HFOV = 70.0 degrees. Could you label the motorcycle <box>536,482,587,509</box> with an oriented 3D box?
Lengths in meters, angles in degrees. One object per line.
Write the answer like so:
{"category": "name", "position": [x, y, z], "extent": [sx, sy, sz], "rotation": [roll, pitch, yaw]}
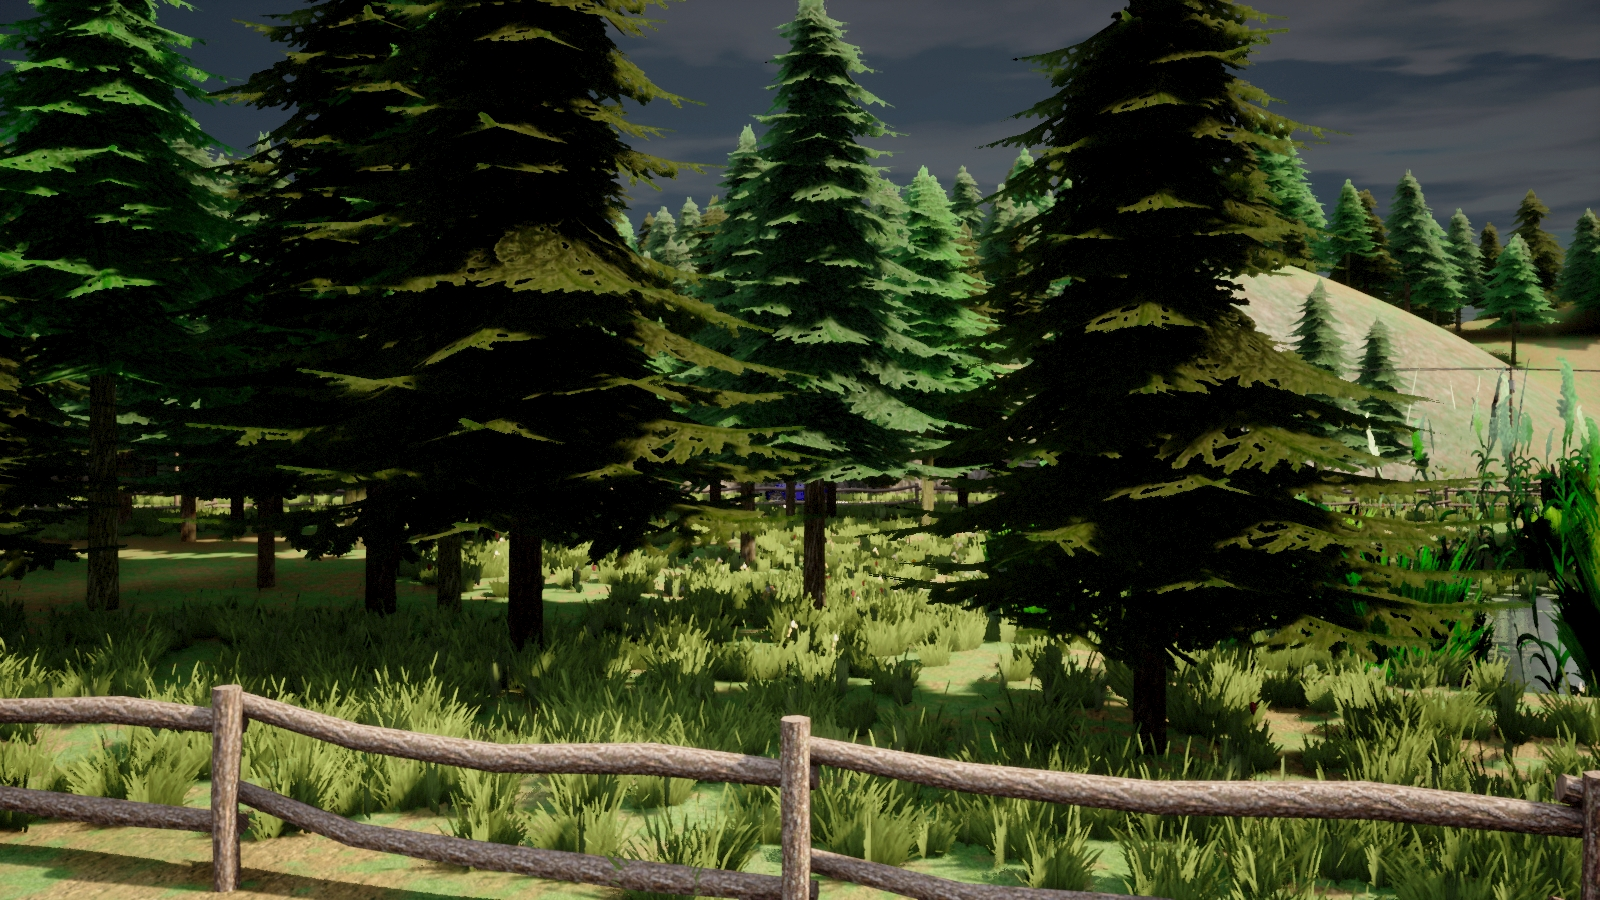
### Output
{"category": "motorcycle", "position": [-11.443, 2.178, 54.870], "extent": [2.209, 1.251, 0.867], "rotation": [0, 0, 14]}

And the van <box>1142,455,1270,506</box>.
{"category": "van", "position": [20.778, 1.535, 58.679], "extent": [5.915, 2.561, 1.988], "rotation": [0, 0, 7]}
